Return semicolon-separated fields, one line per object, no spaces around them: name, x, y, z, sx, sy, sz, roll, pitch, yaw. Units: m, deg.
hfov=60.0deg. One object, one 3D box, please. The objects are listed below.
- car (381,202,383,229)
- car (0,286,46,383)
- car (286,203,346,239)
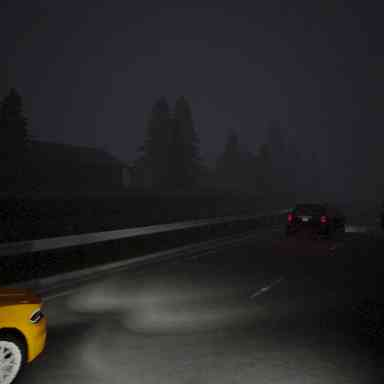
car;13.390;1.222;21.052;2.150;2.045;5.566;0;0;35
car;-3.793;1.477;2.790;1.882;1.535;5.008;0;0;35
car;6.619;1.350;17.534;2.097;1.767;4.553;0;0;35
